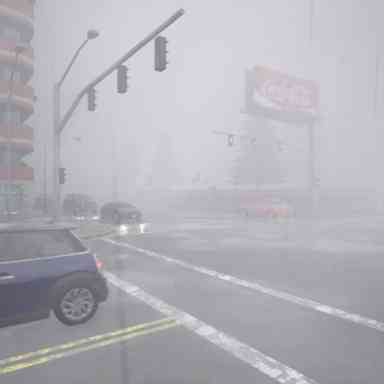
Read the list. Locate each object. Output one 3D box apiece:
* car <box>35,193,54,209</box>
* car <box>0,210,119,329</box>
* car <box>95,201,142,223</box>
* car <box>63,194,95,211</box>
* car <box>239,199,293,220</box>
[{"bbox_3d":[-20.262,1.218,46.280,2.150,2.045,5.566,0,0,-35],"label":"car"},{"bbox_3d":[-3.816,1.352,5.504,4.553,1.767,2.097,0,0,-34],"label":"car"},{"bbox_3d":[-5.590,1.505,25.871,1.837,1.490,4.892,0,0,-36],"label":"car"},{"bbox_3d":[-11.590,1.222,34.206,2.150,2.045,5.566,0,0,-36],"label":"car"},{"bbox_3d":[6.083,1.352,27.972,2.097,1.767,4.553,0,0,-36],"label":"car"}]
